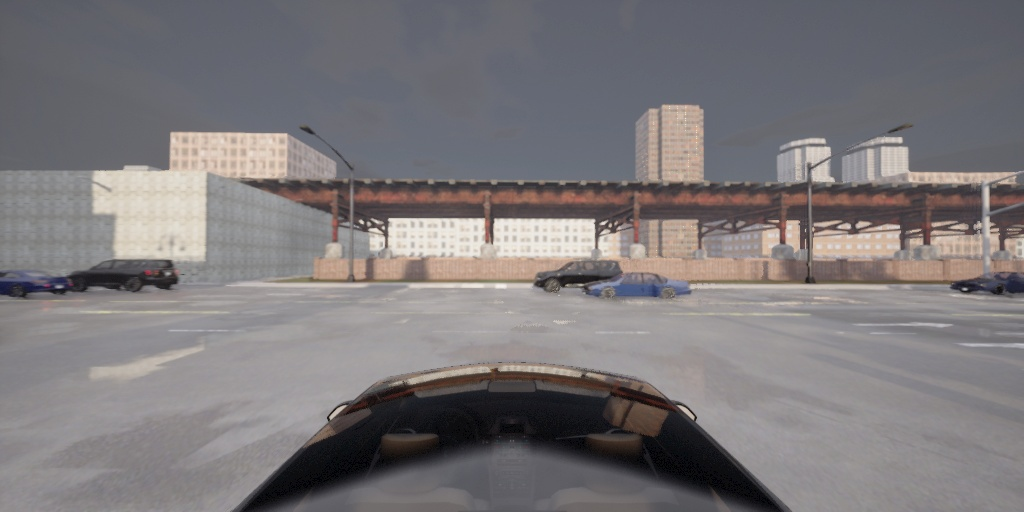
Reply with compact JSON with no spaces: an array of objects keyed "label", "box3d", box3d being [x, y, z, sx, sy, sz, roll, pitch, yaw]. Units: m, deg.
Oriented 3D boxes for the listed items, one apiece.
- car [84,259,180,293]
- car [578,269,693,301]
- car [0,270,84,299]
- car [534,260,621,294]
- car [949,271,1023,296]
[{"label":"car","box3d":[-24.097,1.180,22.364,5.566,2.045,2.150,0,-1,0]},{"label":"car","box3d":[6.445,1.546,18.750,5.357,1.411,2.033,0,-1,0]},{"label":"car","box3d":[-26.075,1.431,18.854,4.674,1.442,1.812,0,-1,0]},{"label":"car","box3d":[4.162,1.261,22.262,5.566,2.045,2.150,0,-1,0]},{"label":"car","box3d":[30.545,1.661,22.070,5.357,1.411,2.033,0,-1,1]}]
